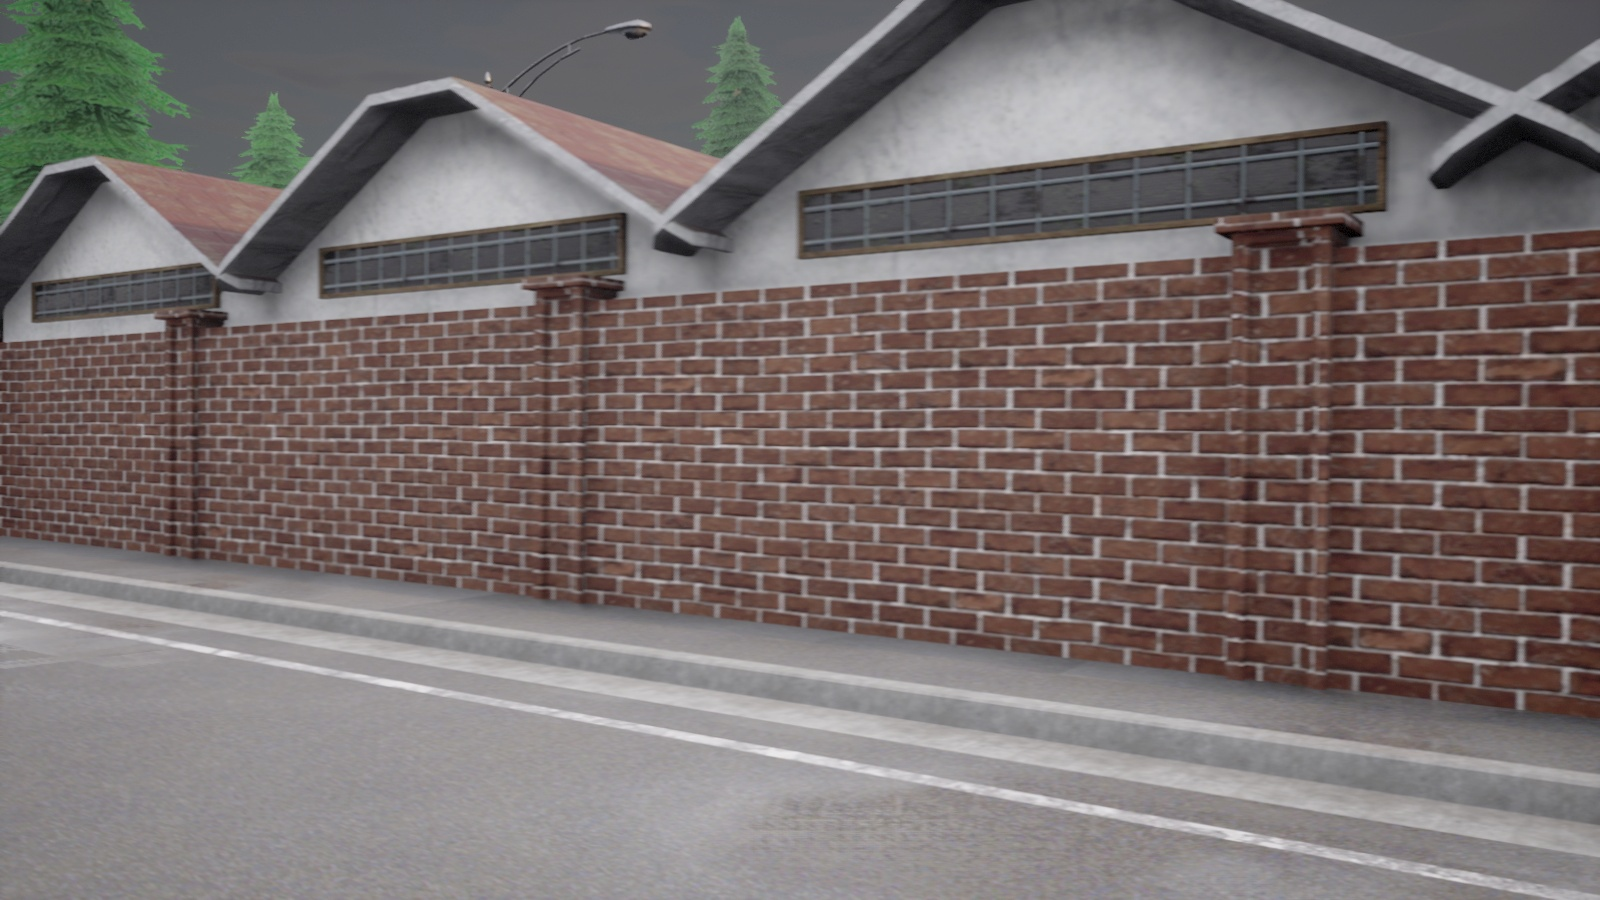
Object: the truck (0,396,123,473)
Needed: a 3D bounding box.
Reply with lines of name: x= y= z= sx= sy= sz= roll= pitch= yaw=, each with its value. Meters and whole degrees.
truck: x=-36.157 y=-0.715 z=58.170 sx=7.936 sy=3.462 sz=2.891 roll=-1 pitch=1 yaw=-4
